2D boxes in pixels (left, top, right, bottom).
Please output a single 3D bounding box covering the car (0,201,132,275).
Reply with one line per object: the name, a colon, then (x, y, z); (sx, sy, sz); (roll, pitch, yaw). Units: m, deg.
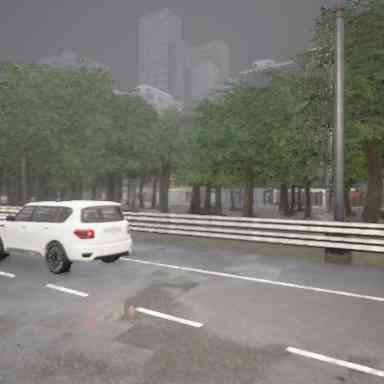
car: (-4.482, 1.299, 10.964); (5.566, 2.045, 2.150); (0, -1, 34)
